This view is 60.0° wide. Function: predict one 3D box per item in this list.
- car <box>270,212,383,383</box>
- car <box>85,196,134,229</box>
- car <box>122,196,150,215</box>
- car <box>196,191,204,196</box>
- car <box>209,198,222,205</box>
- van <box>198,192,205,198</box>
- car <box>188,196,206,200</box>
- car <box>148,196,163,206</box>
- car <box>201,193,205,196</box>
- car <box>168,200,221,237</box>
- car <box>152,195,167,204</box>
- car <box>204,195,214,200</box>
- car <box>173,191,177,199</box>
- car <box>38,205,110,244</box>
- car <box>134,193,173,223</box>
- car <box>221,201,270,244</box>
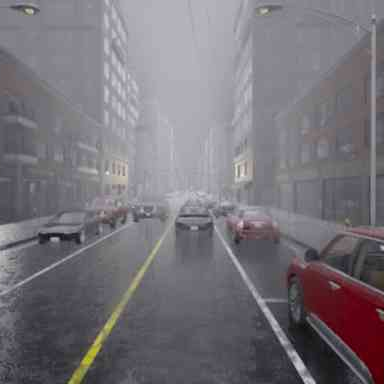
[{"bbox_3d":[2.640,1.292,3.868,2.192,1.841,5.009,0,0,0],"label":"car"},{"bbox_3d":[-5.377,1.194,20.911,2.192,1.841,5.009,0,0,0],"label":"car"},{"bbox_3d":[-5.371,1.253,32.275,1.967,1.590,4.097,0,0,0],"label":"car"},{"bbox_3d":[2.684,1.035,87.281,2.008,1.369,4.403,0,0,0],"label":"car"},{"bbox_3d":[2.651,1.396,26.593,2.008,1.369,4.403,0,0,0],"label":"car"},{"bbox_3d":[2.688,0.793,92.685,1.690,1.788,3.998,0,0,0],"label":"van"},{"bbox_3d":[0.116,1.370,33.496,1.994,1.385,4.181,0,0,0],"label":"car"},{"bbox_3d":[-5.362,1.295,49.321,1.802,1.307,4.206,0,0,0],"label":"car"},{"bbox_3d":[2.663,1.237,49.488,1.752,1.417,4.829,0,0,0],"label":"car"},{"bbox_3d":[0.109,1.391,17.327,2.128,1.511,4.902,0,0,0],"label":"car"},{"bbox_3d":[-5.359,1.230,55.002,2.008,1.369,4.403,0,0,0],"label":"car"},{"bbox_3d":[2.657,1.346,37.956,1.947,1.339,4.313,0,0,0],"label":"car"},{"bbox_3d":[-5.348,1.068,81.877,2.008,1.369,4.403,0,0,0],"label":"car"},{"bbox_3d":[-5.380,1.477,15.230,1.947,1.339,4.313,0,0,0],"label":"car"},{"bbox_3d":[-2.839,1.080,24.314,2.150,2.045,5.566,0,0,0],"label":"car"},{"bbox_3d":[2.645,1.351,15.231,1.967,1.590,4.097,0,0,0],"label":"car"}]
